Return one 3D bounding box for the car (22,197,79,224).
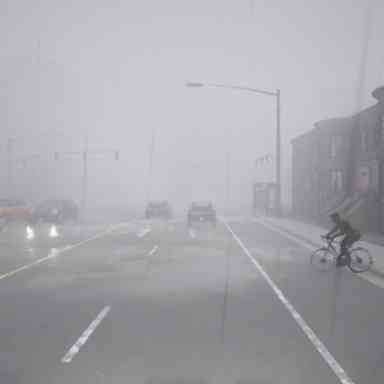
[{"bbox_3d":[-9.981,1.297,24.280,2.097,1.767,4.553,0,0,2],"label":"car"}]

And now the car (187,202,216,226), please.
[{"bbox_3d":[0.665,1.440,23.179,2.128,1.511,4.902,0,0,2],"label":"car"}]

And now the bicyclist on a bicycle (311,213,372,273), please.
[{"bbox_3d":[4.028,1.391,8.975,1.656,1.620,0.582,0,0,1],"label":"bicyclist on a bicycle"}]

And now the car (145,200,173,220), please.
[{"bbox_3d":[-2.716,1.430,27.703,2.128,1.511,4.902,0,0,1],"label":"car"}]

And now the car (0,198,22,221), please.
[{"bbox_3d":[-13.497,1.298,23.797,2.097,1.767,4.553,0,0,2],"label":"car"}]

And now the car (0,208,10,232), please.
[{"bbox_3d":[-10.261,1.568,14.314,1.895,1.301,4.718,0,0,2],"label":"car"}]
